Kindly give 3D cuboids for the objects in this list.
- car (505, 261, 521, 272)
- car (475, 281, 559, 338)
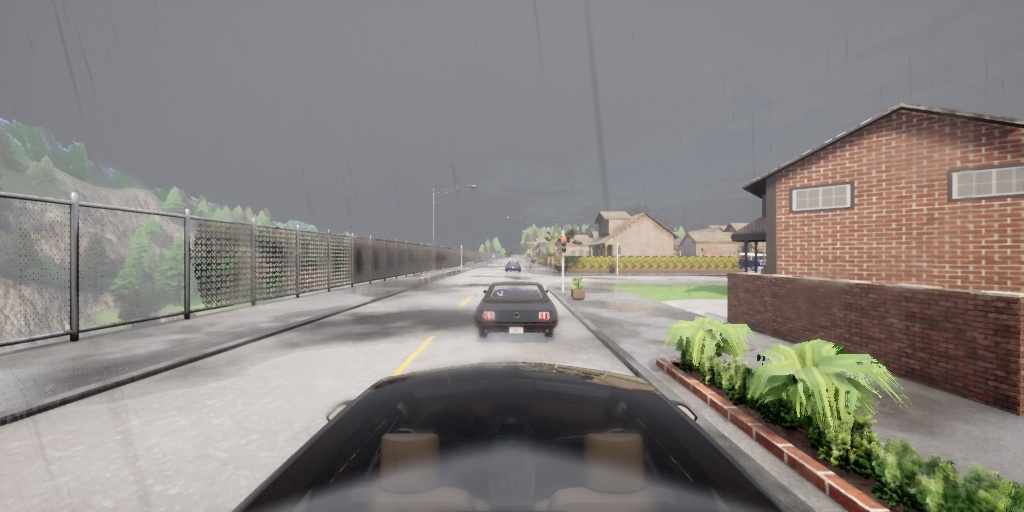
[{"bbox_3d":[0.152,1.314,46.301,1.994,1.385,4.181,0,0,0],"label":"car"},{"bbox_3d":[0.108,1.351,10.145,1.895,1.301,4.718,0,0,0],"label":"car"}]
